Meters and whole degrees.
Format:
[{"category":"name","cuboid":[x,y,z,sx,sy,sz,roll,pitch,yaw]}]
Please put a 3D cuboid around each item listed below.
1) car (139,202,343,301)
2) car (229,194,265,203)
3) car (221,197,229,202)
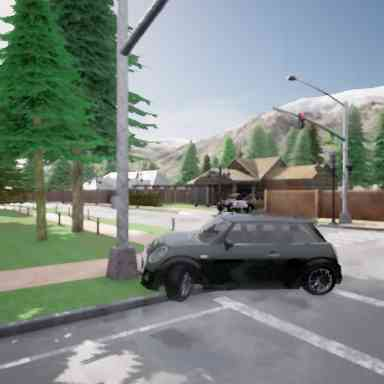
[{"category":"car","cuboid":[1.064,1.307,7.938,4.553,1.767,2.097,2,4,-7]},{"category":"car","cuboid":[6.466,1.149,34.912,4.605,1.855,1.932,0,0,-37]},{"category":"car","cuboid":[4.648,1.151,36.692,3.866,1.878,1.905,0,0,-37]}]
